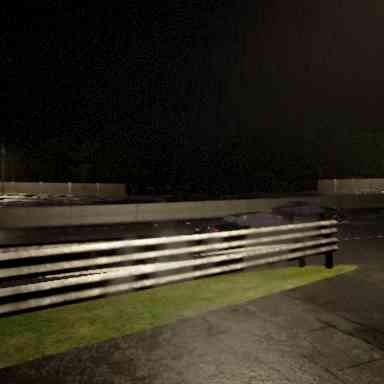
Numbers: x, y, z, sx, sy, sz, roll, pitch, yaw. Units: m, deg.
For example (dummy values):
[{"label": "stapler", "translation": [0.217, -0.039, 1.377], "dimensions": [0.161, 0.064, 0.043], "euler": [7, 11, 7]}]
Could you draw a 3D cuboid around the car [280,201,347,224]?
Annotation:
[{"label": "car", "translation": [7.370, 1.490, 21.635], "dimensions": [5.357, 1.411, 2.033], "euler": [-2, 1, -18]}]

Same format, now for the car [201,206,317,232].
[{"label": "car", "translation": [3.171, 1.688, 16.567], "dimensions": [5.357, 1.411, 2.033], "euler": [-2, 1, -18]}]

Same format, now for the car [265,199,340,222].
[{"label": "car", "translation": [8.530, 1.382, 25.705], "dimensions": [5.357, 1.411, 2.033], "euler": [-2, 1, -18]}]
